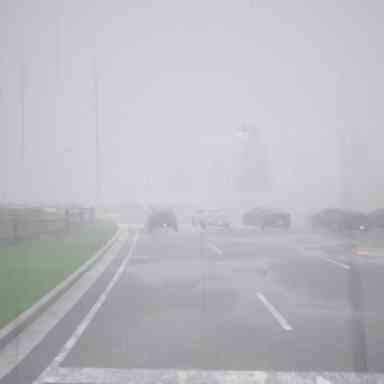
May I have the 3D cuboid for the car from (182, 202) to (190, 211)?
[{"bbox_3d":[-1.659,2.155,50.381,1.895,1.301,4.718,0,-1,-45],"label":"car"}]

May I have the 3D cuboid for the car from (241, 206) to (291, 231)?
[{"bbox_3d":[4.923,1.708,22.776,1.882,1.535,5.008,0,0,-11],"label":"car"}]

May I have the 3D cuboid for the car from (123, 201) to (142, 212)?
[{"bbox_3d":[-9.185,2.029,47.752,5.008,1.535,1.882,-1,-1,42],"label":"car"}]

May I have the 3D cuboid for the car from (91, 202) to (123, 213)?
[{"bbox_3d":[-11.987,2.064,45.579,4.674,1.442,1.812,0,-1,42],"label":"car"}]

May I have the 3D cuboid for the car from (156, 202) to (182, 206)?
[{"bbox_3d":[-4.369,2.087,48.133,2.033,1.411,5.357,0,-1,-44],"label":"car"}]

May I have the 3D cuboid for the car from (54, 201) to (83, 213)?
[{"bbox_3d":[-16.766,2.026,44.985,5.008,1.535,1.882,0,-1,37],"label":"car"}]

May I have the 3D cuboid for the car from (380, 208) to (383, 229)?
[{"bbox_3d":[12.487,1.659,20.642,1.882,1.535,5.008,0,0,-8],"label":"car"}]

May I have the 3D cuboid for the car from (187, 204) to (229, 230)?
[{"bbox_3d":[1.224,1.776,23.373,1.812,1.442,4.674,0,0,-12],"label":"car"}]

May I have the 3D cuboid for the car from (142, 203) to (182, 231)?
[{"bbox_3d":[-2.167,1.761,22.648,1.837,1.490,4.892,0,0,-12],"label":"car"}]

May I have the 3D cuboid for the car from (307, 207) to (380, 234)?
[{"bbox_3d":[8.954,1.700,20.640,1.837,1.490,4.892,0,0,-8],"label":"car"}]
